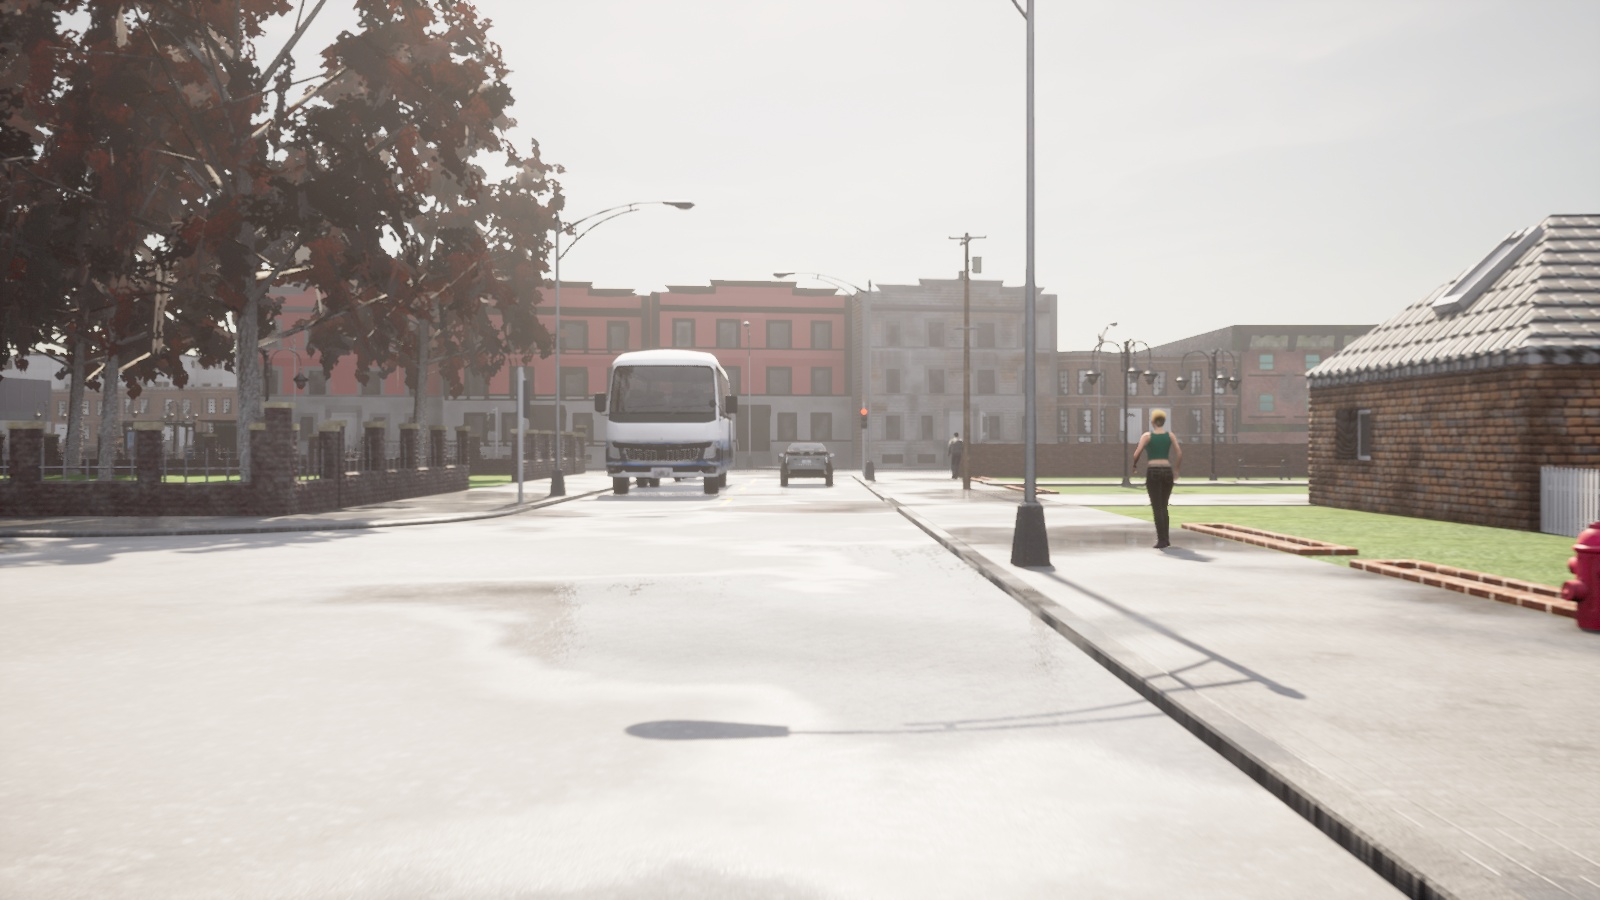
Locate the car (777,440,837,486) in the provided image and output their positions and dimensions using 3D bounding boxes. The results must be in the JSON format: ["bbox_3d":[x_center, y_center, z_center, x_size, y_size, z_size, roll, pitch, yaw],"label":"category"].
[{"bbox_3d":[0.237,0.428,44.086,2.007,1.525,4.514,0,0,0],"label":"car"}]

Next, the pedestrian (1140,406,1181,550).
[{"bbox_3d":[4.704,0.357,16.384,0.345,1.836,0.594,0,0,-2],"label":"pedestrian"}]

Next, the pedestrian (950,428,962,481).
[{"bbox_3d":[5.787,0.148,46.535,0.423,1.949,0.788,0,0,6],"label":"pedestrian"}]

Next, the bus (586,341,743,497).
[{"bbox_3d":[-3.932,-0.870,39.444,3.944,4.253,10.273,0,0,-1],"label":"bus"}]
